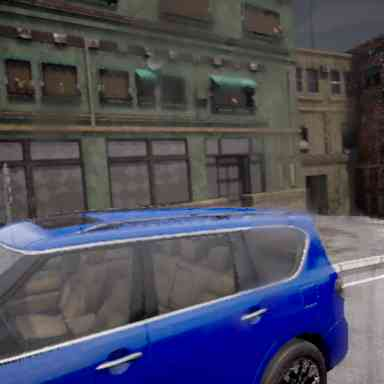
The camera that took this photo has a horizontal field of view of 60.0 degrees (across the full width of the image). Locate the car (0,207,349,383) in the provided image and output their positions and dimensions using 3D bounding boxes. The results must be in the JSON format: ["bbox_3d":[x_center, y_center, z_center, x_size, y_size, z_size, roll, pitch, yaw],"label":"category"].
[{"bbox_3d":[-0.929,1.207,2.903,5.566,2.045,2.150,0,0,-35],"label":"car"}]
